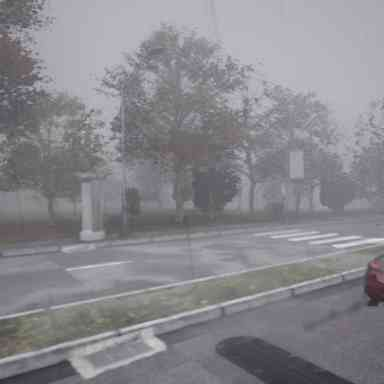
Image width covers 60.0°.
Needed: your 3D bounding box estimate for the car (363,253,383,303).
[{"bbox_3d":[5.498,1.568,7.058,4.181,1.385,1.994,0,0,-36],"label":"car"}]
